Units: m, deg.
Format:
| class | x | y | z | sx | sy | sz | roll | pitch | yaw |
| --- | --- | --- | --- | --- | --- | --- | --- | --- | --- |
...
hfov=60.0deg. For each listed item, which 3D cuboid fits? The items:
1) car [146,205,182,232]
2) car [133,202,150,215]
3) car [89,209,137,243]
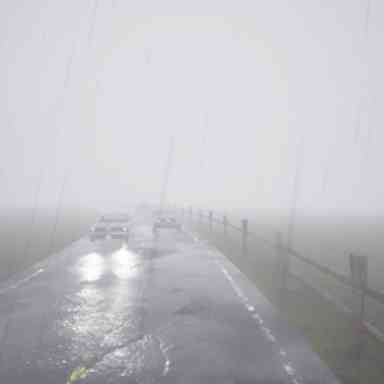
| class | x | y | z | sx | sy | sz | roll | pitch | yaw |
| --- | --- | --- | --- | --- | --- | --- | --- | --- | --- |
| car | -1.852 | 1.834 | 22.562 | 2.033 | 1.411 | 5.357 | 1 | -1 | -9 |
| car | -6.113 | 1.966 | 40.860 | 1.837 | 1.490 | 4.892 | 1 | -1 | -16 |
| car | -4.103 | 1.807 | 17.468 | 1.895 | 1.301 | 4.718 | 1 | -1 | -7 |
